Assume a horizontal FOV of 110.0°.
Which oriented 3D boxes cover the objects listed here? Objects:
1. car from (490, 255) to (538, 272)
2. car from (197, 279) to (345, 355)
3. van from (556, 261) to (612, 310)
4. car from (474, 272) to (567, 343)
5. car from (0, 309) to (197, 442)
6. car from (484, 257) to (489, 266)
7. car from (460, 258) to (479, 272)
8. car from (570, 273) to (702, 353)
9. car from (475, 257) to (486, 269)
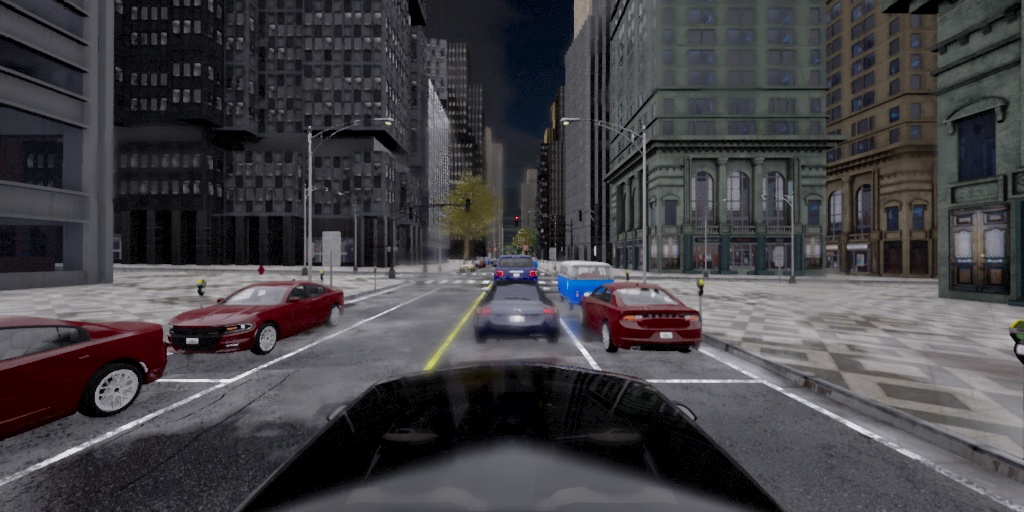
[{"bbox_3d":[0.139,0.970,19.065,2.150,2.045,5.566,0,0,-1],"label":"car"},{"bbox_3d":[-5.772,1.293,8.721,1.888,1.381,4.507,0,0,0],"label":"car"},{"bbox_3d":[2.790,1.089,14.219,1.690,1.789,3.998,0,0,0],"label":"van"},{"bbox_3d":[0.110,1.312,9.653,1.994,1.385,4.181,0,0,0],"label":"car"},{"bbox_3d":[-5.776,1.295,3.196,1.888,1.381,4.507,0,0,0],"label":"car"},{"bbox_3d":[-5.697,1.081,62.683,2.192,1.841,5.009,0,0,0],"label":"car"},{"bbox_3d":[-5.720,1.282,46.644,1.751,1.417,4.829,0,0,0],"label":"car"},{"bbox_3d":[2.784,1.294,8.694,1.888,1.381,4.507,0,0,0],"label":"car"},{"bbox_3d":[-5.702,1.308,57.394,1.888,1.381,4.507,0,0,0],"label":"car"}]
